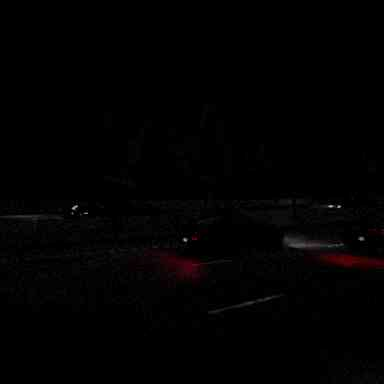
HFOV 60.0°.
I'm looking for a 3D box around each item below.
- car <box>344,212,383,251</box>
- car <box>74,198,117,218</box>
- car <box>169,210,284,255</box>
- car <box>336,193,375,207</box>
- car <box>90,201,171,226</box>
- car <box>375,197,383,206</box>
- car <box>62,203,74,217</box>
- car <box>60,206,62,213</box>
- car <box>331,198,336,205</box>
[{"bbox_3d":[8.274,1.578,13.634,5.008,1.535,1.882,0,0,-34],"label":"car"},{"bbox_3d":[-6.005,1.447,25.318,4.892,1.490,1.837,1,0,-34],"label":"car"},{"bbox_3d":[1.644,1.556,13.321,4.674,1.442,1.812,1,0,-35],"label":"car"},{"bbox_3d":[24.963,1.155,50.679,5.566,2.045,2.150,-1,1,-34],"label":"car"},{"bbox_3d":[-3.791,1.515,22.593,5.357,1.411,2.033,1,0,-34],"label":"car"},{"bbox_3d":[28.810,1.428,49.077,4.902,1.511,2.128,-1,1,-34],"label":"car"},{"bbox_3d":[-8.161,1.269,28.083,4.553,1.767,2.097,1,0,-34],"label":"car"},{"bbox_3d":[-9.795,1.389,31.207,4.902,1.511,2.128,1,0,-34],"label":"car"},{"bbox_3d":[24.871,1.417,54.844,4.674,1.442,1.812,-1,1,-34],"label":"car"}]
